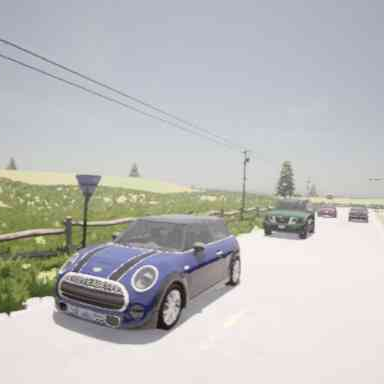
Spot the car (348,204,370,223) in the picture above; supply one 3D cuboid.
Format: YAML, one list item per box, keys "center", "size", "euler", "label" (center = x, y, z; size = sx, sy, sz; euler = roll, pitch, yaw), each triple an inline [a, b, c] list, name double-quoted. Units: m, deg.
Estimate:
- center: [17.002, 2.277, 33.953]
  size: [2.033, 1.411, 5.357]
  euler: [3, 0, 28]
  label: "car"

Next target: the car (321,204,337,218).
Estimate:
- center: [15.772, 2.180, 38.697]
  size: [1.812, 1.442, 4.674]
  euler: [3, 0, 27]
  label: "car"

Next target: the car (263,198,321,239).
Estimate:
- center: [5.837, 1.436, 19.417]
  size: [2.150, 2.045, 5.566]
  euler: [3, 1, 27]
  label: "car"

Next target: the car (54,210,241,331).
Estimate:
- center: [-0.552, 1.298, 7.024]
  size: [2.097, 1.767, 4.553]
  euler: [3, 0, 27]
  label: "car"
